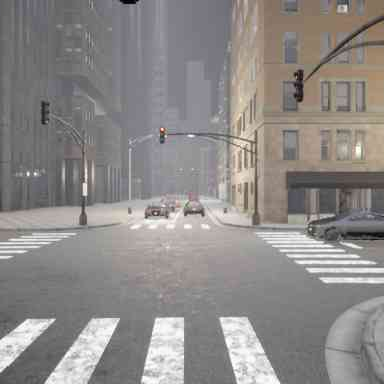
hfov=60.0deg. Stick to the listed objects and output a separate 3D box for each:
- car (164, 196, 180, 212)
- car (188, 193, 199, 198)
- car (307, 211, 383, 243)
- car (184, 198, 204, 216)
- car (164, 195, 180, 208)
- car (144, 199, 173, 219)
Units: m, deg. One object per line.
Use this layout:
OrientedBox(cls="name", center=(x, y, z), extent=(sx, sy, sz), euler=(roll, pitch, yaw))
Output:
OrientedBox(cls="car", center=(-2.943, 1.506, 39.282), extent=(2.128, 1.511, 4.902), euler=(0, 0, 0))
OrientedBox(cls="car", center=(0.345, 1.203, 70.258), extent=(2.150, 2.045, 5.566), euler=(0, 0, 0))
OrientedBox(cls="car", center=(7.591, 1.566, 15.423), extent=(4.181, 1.385, 1.994), euler=(0, 0, 7))
OrientedBox(cls="car", center=(0.214, 1.575, 33.163), extent=(1.994, 1.385, 4.181), euler=(0, 0, 0))
OrientedBox(cls="car", center=(-2.900, 1.369, 49.180), extent=(2.097, 1.767, 4.553), euler=(0, 0, 0))
OrientedBox(cls="car", center=(-2.986, 1.574, 29.427), extent=(1.994, 1.385, 4.181), euler=(0, 0, 0))
